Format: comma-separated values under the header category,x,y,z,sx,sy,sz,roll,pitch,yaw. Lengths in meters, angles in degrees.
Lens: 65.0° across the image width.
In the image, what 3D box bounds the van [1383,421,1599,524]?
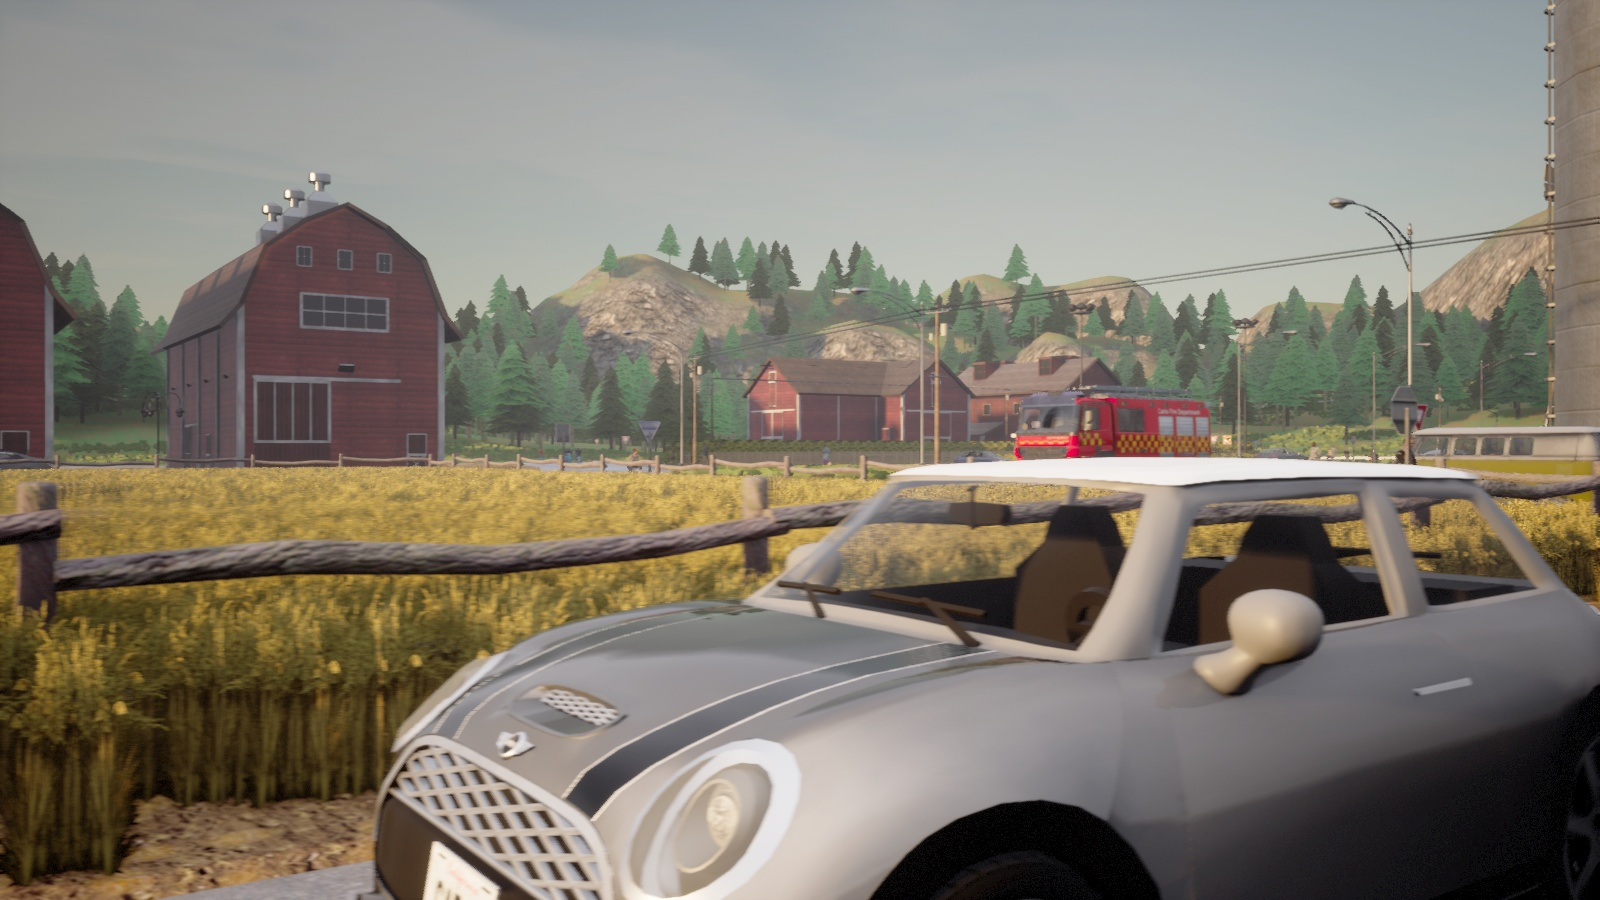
category,x,y,z,sx,sy,sz,roll,pitch,yaw
van,14.854,0.433,26.386,1.775,1.987,4.442,0,0,-34

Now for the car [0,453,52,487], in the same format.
category,x,y,z,sx,sy,sz,roll,pitch,yaw
car,-36.672,0.922,56.549,4.902,1.511,2.128,0,0,-38

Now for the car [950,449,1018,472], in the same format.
category,x,y,z,sx,sy,sz,roll,pitch,yaw
car,12.388,0.713,84.632,4.193,1.474,1.816,0,0,40

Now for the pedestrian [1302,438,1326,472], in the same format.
category,x,y,z,sx,sy,sz,roll,pitch,yaw
pedestrian,28.476,0.265,69.547,0.900,1.855,0.874,0,0,-37

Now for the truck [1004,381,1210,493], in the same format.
category,x,y,z,sx,sy,sz,roll,pitch,yaw
truck,11.528,-0.464,46.649,8.468,3.827,2.891,0,0,-39

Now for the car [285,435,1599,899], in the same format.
category,x,y,z,sx,sy,sz,roll,pitch,yaw
car,0.732,0.713,3.681,3.806,1.475,1.970,0,0,-35

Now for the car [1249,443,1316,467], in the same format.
category,x,y,z,sx,sy,sz,roll,pitch,yaw
car,35.201,0.354,91.636,5.027,1.651,2.152,0,0,-35
